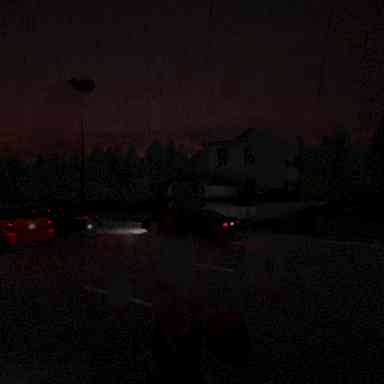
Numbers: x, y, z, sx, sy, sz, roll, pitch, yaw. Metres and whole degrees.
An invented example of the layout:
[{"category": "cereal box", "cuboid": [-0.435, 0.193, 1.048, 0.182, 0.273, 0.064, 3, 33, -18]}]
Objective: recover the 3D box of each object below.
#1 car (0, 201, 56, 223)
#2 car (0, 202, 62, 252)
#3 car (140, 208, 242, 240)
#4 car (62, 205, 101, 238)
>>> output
[{"category": "car", "cuboid": [-13.261, 1.487, 26.340, 5.357, 1.411, 2.033, 0, 0, 36]}, {"category": "car", "cuboid": [-7.794, 1.319, 13.843, 4.553, 1.767, 2.097, 0, 0, 36]}, {"category": "car", "cuboid": [-0.168, 1.524, 17.002, 5.357, 1.411, 2.033, 0, 0, 36]}, {"category": "car", "cuboid": [-6.923, 1.455, 17.522, 4.902, 1.511, 2.128, 0, 0, 36]}]
